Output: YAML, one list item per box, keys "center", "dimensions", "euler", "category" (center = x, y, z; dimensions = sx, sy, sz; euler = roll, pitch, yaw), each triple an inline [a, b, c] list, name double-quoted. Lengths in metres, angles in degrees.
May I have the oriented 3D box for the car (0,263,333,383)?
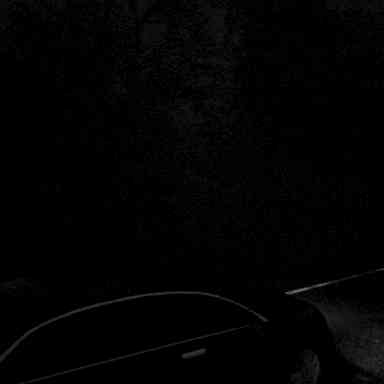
- center: [-0.530, 1.520, 3.367]
  dimensions: [4.892, 1.490, 1.837]
  euler: [1, 0, -35]
  category: "car"
